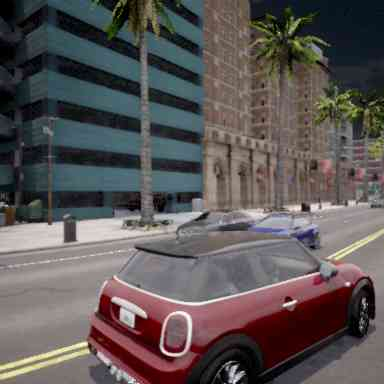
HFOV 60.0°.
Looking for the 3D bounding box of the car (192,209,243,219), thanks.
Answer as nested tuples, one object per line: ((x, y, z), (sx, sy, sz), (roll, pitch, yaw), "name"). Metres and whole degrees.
((1.266, 1.604, 15.642), (1.837, 1.490, 4.892), (0, 0, 40), "car")

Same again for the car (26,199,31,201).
((-29.221, 1.989, 59.662), (2.161, 1.482, 4.786), (-1, 0, 39), "car")

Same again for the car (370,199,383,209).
((27.208, 1.717, 48.100), (1.994, 1.385, 4.181), (-1, 0, 39), "car")

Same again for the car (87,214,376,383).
((0.906, 1.383, 4.997), (4.553, 1.767, 2.097), (0, -1, -41), "car")

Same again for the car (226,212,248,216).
((3.474, 1.593, 12.858), (1.812, 1.442, 4.674), (-1, 0, 41), "car")

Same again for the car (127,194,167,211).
((-5.451, 1.337, 41.200), (2.435, 2.045, 5.566), (-1, 0, 39), "car")

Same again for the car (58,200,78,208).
((-20.418, 1.935, 52.095), (1.895, 1.301, 4.718), (-1, 0, 39), "car")
